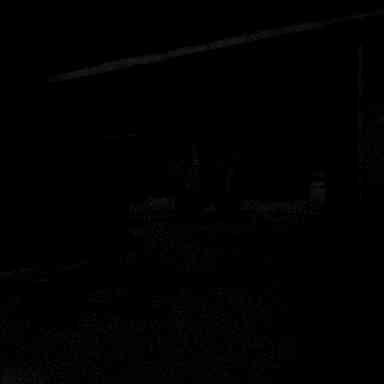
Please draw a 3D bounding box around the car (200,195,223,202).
[{"bbox_3d":[4.032,1.344,69.985,4.514,1.523,2.007,0,0,35],"label":"car"}]

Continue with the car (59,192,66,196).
[{"bbox_3d":[-28.070,1.028,69.798,4.605,1.855,1.932,0,0,35],"label":"car"}]

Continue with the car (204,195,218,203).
[{"bbox_3d":[2.273,1.338,67.387,5.027,1.636,2.152,0,0,35],"label":"car"}]

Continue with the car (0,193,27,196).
[{"bbox_3d":[-19.772,1.119,36.945,3.866,1.878,1.905,0,0,35],"label":"car"}]

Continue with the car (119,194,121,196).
[{"bbox_3d":[-17.284,1.287,84.931,3.633,1.501,1.845,0,0,35],"label":"car"}]

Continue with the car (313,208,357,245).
[{"bbox_3d":[7.744,1.642,16.968,2.242,1.667,4.611,0,0,35],"label":"car"}]

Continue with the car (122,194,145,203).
[{"bbox_3d":[-10.813,1.312,62.098,3.633,1.501,1.845,0,0,35],"label":"car"}]

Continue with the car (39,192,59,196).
[{"bbox_3d":[-29.402,1.012,67.182,3.866,1.878,1.905,0,0,35],"label":"car"}]

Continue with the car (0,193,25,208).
[{"bbox_3d":[-24.325,1.109,44.155,4.605,1.855,1.932,0,0,35],"label":"car"}]

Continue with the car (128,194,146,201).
[{"bbox_3d":[-12.921,1.327,78.229,3.806,1.475,1.970,0,0,35],"label":"car"}]
